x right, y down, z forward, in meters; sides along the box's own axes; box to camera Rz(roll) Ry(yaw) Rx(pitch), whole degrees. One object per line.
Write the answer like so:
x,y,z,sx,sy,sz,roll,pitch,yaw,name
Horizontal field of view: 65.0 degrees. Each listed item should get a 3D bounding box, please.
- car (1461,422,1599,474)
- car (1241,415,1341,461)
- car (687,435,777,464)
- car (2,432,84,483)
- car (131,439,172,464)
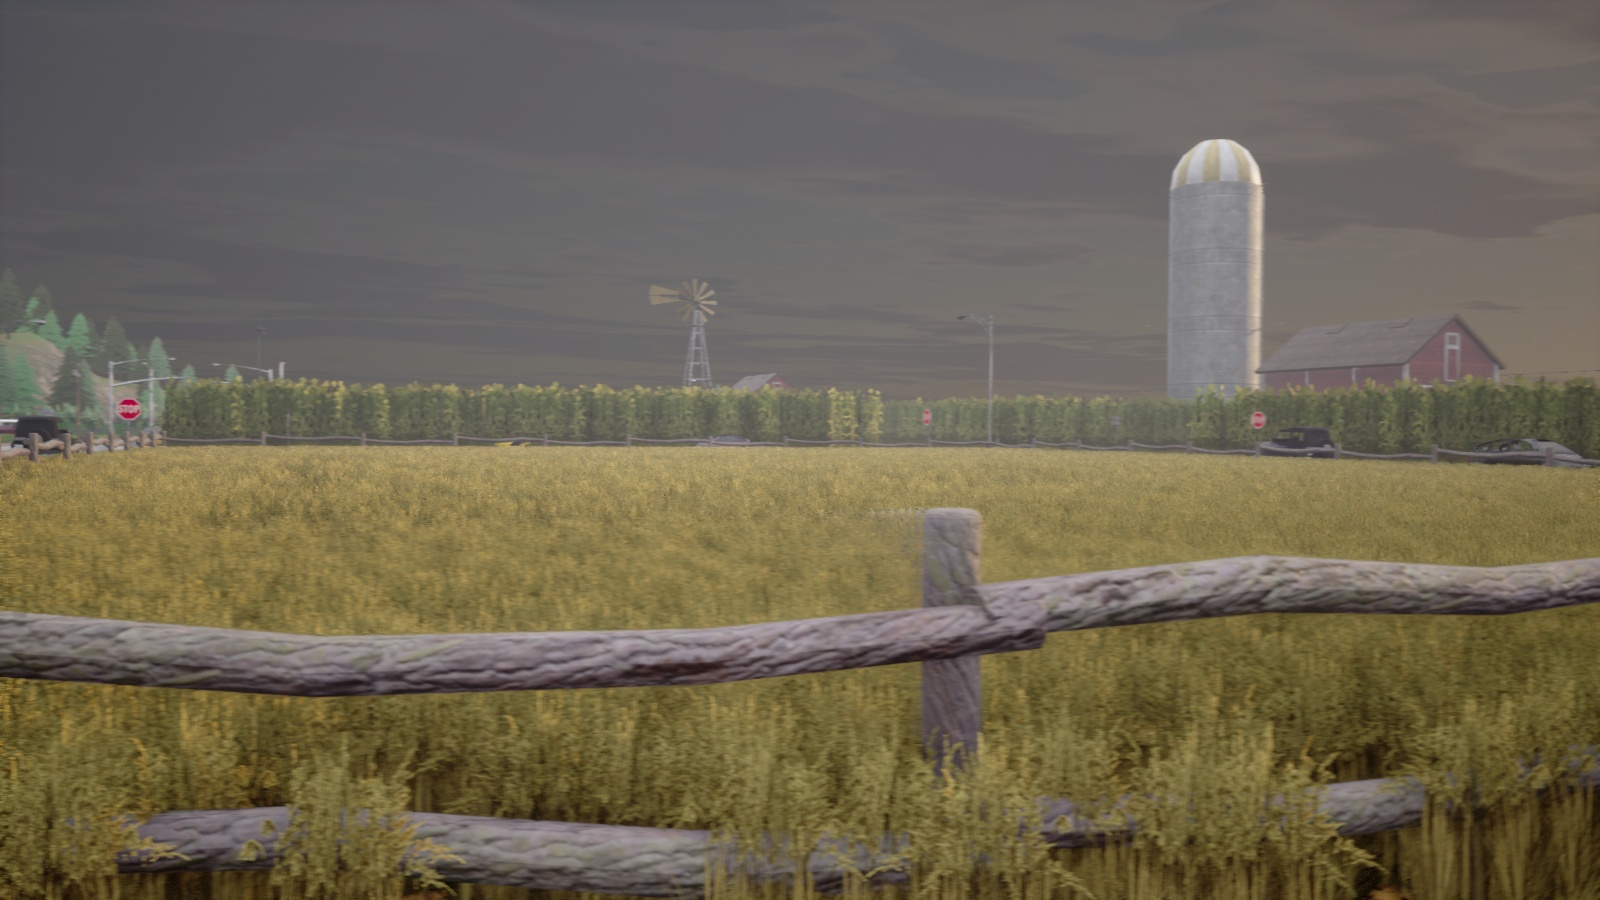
23.242,-0.085,39.914,1.789,1.549,3.705,-1,1,-21,car
21.131,-0.536,54.196,1.905,1.878,3.866,-1,1,-21,car
-3.478,-0.041,64.397,4.181,1.385,1.994,-1,1,-21,car
-29.489,0.250,49.024,1.905,1.878,3.866,-1,1,-19,car
-42.326,0.078,82.028,1.801,1.575,5.366,-1,1,-21,car
